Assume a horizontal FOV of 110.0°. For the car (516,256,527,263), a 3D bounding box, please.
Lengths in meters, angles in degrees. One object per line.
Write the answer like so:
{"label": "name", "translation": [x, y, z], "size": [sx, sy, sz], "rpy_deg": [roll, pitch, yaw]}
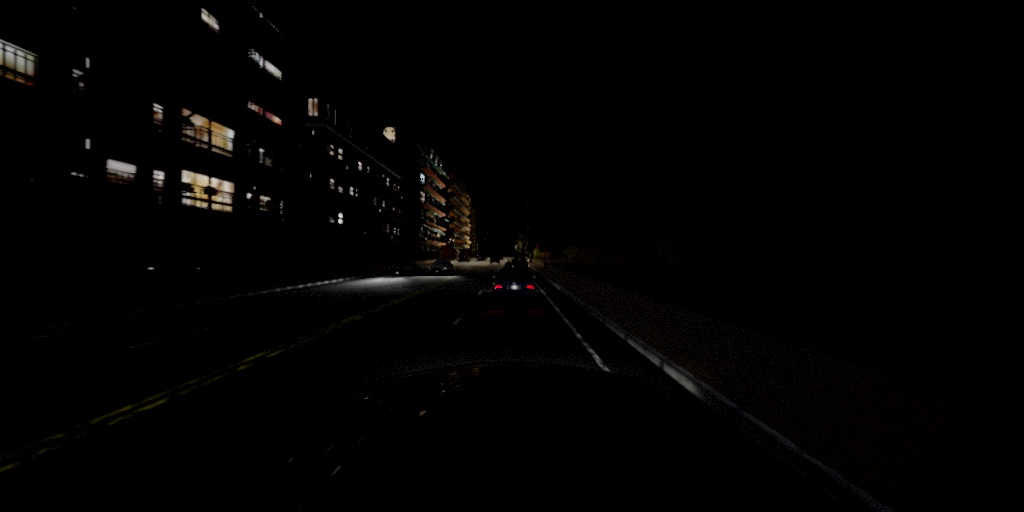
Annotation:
{"label": "car", "translation": [1.134, 0.741, 51.655], "size": [2.097, 1.767, 4.553], "rpy_deg": [0, 0, 0]}

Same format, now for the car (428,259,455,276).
{"label": "car", "translation": [-6.589, 1.047, 33.836], "size": [1.812, 1.442, 4.674], "rpy_deg": [0, 0, 0]}

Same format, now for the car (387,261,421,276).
{"label": "car", "translation": [-9.842, 1.129, 32.974], "size": [1.895, 1.301, 4.718], "rpy_deg": [0, 0, 0]}

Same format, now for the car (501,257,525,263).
{"label": "car", "translation": [0.096, 1.052, 38.216], "size": [1.994, 1.385, 4.181], "rpy_deg": [0, 0, 0]}

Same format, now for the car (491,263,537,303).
{"label": "car", "translation": [0.089, 1.197, 15.944], "size": [2.033, 1.411, 5.357], "rpy_deg": [0, 0, 0]}
